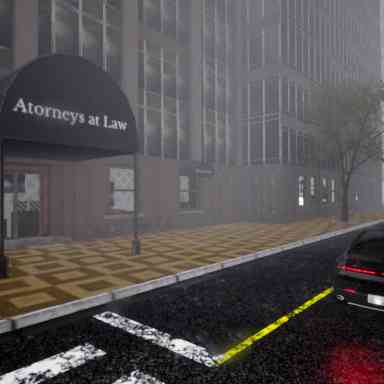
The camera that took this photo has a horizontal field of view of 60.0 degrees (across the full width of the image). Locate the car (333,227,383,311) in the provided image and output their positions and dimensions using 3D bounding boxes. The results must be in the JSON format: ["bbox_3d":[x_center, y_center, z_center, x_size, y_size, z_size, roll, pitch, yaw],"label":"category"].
[{"bbox_3d":[4.614,1.509,7.223,1.837,1.490,4.892,-1,0,41],"label":"car"}]
